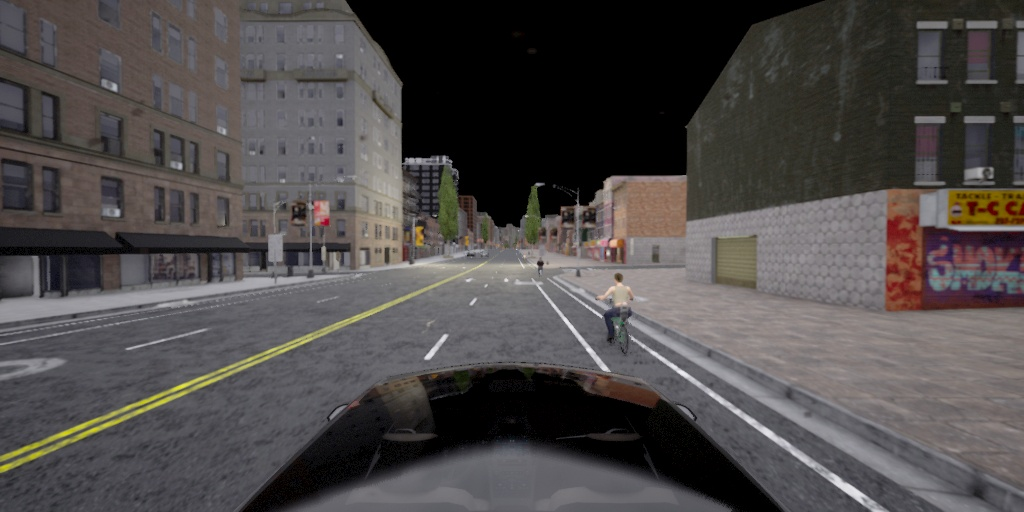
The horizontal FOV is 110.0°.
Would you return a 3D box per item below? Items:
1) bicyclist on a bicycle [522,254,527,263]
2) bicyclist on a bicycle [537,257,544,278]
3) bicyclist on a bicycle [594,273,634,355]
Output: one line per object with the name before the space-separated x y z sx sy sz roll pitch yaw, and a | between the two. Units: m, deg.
bicyclist on a bicycle | 2.269 0.457 64.122 0.866 1.612 1.509 0 2 0
bicyclist on a bicycle | 2.252 0.948 28.529 0.659 1.776 1.843 0 1 0
bicyclist on a bicycle | 2.236 1.158 7.631 0.866 1.612 1.509 0 0 0
